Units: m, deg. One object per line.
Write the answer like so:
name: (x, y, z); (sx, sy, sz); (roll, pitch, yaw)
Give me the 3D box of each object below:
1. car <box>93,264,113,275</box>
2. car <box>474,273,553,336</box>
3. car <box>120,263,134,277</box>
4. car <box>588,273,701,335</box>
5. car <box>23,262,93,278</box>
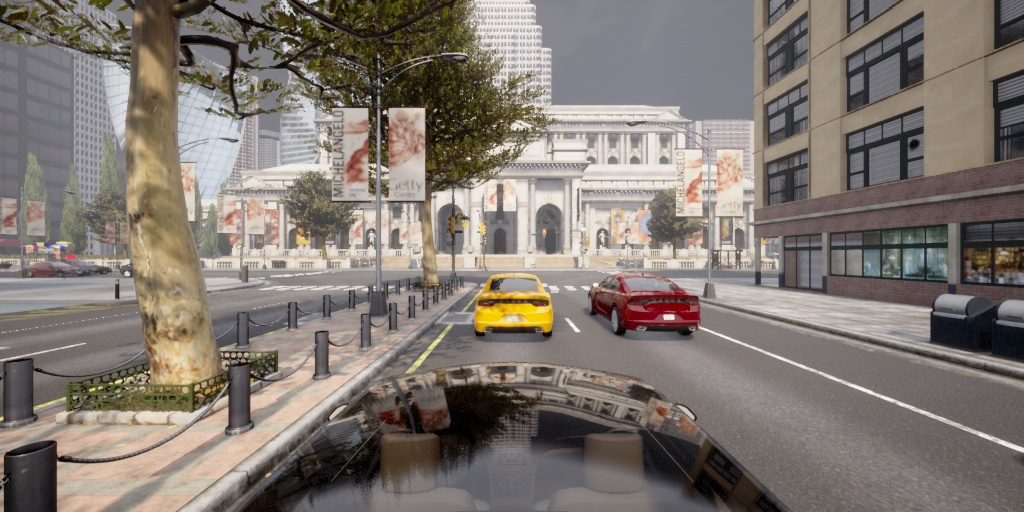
car: (-45.302, 1.297, 37.505); (5.357, 1.411, 2.033); (0, 0, 0)
car: (0.055, 1.228, 10.381); (1.882, 1.535, 5.008); (0, 0, 1)
car: (-34.180, 1.255, 34.044); (4.892, 1.490, 1.837); (0, 0, 0)
car: (3.557, 1.228, 10.560); (1.882, 1.535, 5.008); (0, 0, 0)
car: (-43.379, 1.276, 34.012); (4.674, 1.442, 1.812); (0, 0, -1)
